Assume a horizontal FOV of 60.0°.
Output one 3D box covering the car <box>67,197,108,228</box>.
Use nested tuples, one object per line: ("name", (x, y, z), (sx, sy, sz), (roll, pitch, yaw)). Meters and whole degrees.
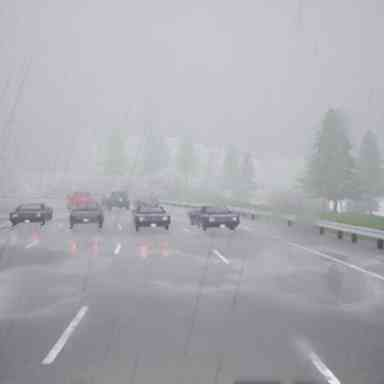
("car", (-6.489, 1.312, 20.708), (2.128, 1.511, 4.902), (0, 0, -15))

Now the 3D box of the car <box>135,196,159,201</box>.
("car", (-5.154, 1.170, 37.236), (2.128, 1.511, 4.902), (0, 0, -25))

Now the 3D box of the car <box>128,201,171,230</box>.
("car", (-2.573, 1.431, 19.693), (1.895, 1.301, 4.718), (0, 0, -14))

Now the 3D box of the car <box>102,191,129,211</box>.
("car", (-8.358, 0.909, 36.034), (2.150, 2.045, 5.566), (0, 0, -25))

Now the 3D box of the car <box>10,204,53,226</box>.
("car", (-10.357, 1.412, 21.810), (1.895, 1.301, 4.718), (0, 1, -16))

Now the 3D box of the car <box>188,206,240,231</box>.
("car", (1.094, 1.434, 19.339), (1.895, 1.301, 4.718), (0, 0, -13))

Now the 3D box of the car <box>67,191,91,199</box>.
("car", (-12.145, 0.911, 35.875), (2.150, 2.045, 5.566), (0, 0, -27))
